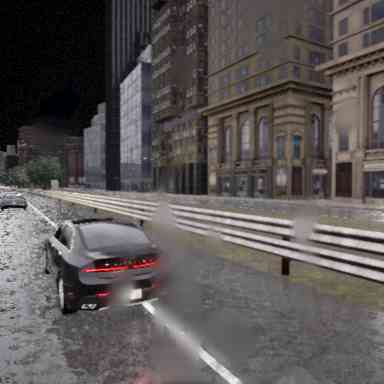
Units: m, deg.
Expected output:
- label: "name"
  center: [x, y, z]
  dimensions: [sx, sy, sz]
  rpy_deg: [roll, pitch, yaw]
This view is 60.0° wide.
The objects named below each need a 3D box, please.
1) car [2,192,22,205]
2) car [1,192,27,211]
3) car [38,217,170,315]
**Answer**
- label: "car"
  center: [-21.014, 0.682, 38.813]
  dimensions: [1.994, 1.385, 4.181]
  rpy_deg: [-1, 1, -29]
- label: "car"
  center: [-15.839, 0.872, 29.611]
  dimensions: [1.994, 1.385, 4.181]
  rpy_deg: [-1, 1, -29]
- label: "car"
  center: [-2.114, 1.307, 7.319]
  dimensions: [1.837, 1.490, 4.892]
  rpy_deg: [-1, 2, -29]
